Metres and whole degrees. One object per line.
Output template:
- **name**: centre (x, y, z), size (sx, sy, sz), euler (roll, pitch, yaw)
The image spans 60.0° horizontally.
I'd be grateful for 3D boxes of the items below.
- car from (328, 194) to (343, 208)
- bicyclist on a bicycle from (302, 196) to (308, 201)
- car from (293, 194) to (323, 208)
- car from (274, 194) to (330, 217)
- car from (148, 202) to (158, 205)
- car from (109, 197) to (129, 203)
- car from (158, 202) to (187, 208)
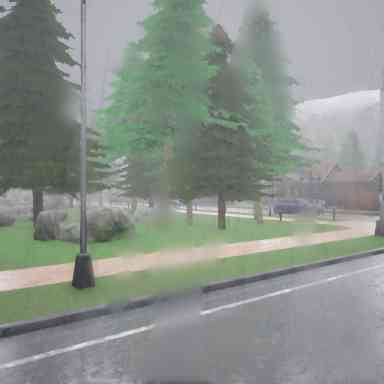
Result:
- **car**: centre (17.375, 1.160, 42.723), size (4.605, 1.855, 1.932), euler (0, 0, -37)
- **bicyclist on a bicycle**: centre (13.214, 1.267, 39.182), size (1.656, 1.620, 0.582), euler (0, 0, -37)
- **car**: centre (15.556, 1.161, 44.502), size (3.866, 1.878, 1.905), euler (0, 0, -37)
- **car**: centre (9.943, 1.341, 31.045), size (2.097, 1.767, 4.553), euler (0, 0, -37)
- **car**: centre (-5.933, 1.587, 57.757), size (1.895, 1.301, 4.718), euler (0, 0, -41)
- **car**: centre (-14.619, 1.477, 66.395), size (4.902, 1.511, 2.128), euler (0, 0, 42)
- **car**: centre (-2.324, 1.477, 47.412), size (2.128, 1.511, 4.902), euler (0, 0, -37)
